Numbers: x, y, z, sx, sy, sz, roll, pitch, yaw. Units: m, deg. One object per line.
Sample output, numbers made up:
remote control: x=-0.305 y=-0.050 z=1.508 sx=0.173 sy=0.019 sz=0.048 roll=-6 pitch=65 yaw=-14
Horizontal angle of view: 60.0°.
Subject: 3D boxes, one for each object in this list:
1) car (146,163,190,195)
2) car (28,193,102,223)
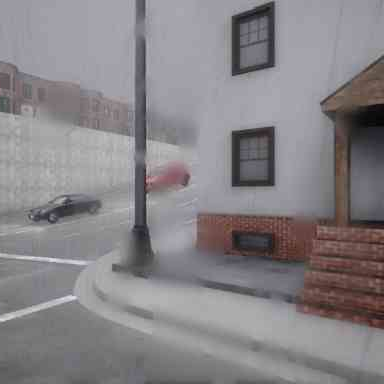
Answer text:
car: x=-2.351 y=-1.187 z=28.687 sx=2.150 sy=2.045 sz=5.566 roll=0 pitch=13 yaw=34
car: x=-7.826 y=0.873 z=20.854 sx=1.812 sy=1.442 sz=4.674 roll=0 pitch=7 yaw=35
